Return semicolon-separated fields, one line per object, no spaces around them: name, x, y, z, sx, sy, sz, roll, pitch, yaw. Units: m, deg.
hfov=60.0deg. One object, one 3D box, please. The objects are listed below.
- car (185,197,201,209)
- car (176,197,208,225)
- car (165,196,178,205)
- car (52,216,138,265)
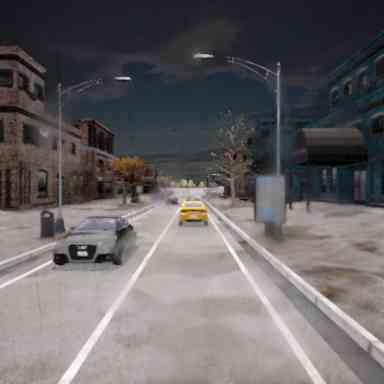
car;0.094;1.348;41.945;1.994;1.385;4.181;0;0;0
car;0.098;1.382;23.422;1.882;1.535;5.008;0;0;0
car;-3.076;1.267;51.838;2.033;1.411;5.357;0;0;0
car;-3.101;1.536;11.399;1.994;1.385;4.181;0;0;0
